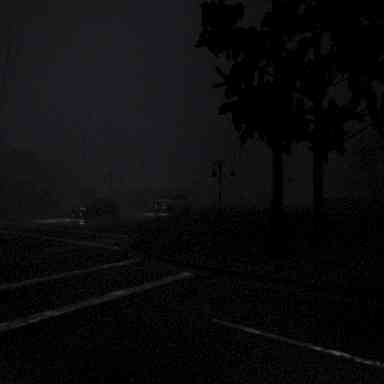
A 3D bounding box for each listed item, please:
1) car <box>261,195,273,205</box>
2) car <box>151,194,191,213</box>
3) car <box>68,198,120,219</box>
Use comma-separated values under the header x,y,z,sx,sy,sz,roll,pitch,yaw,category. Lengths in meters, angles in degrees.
x,y,z,sx,sy,sz,roll,pitch,yaw,category
13.864,1.347,60.817,2.097,1.767,4.553,0,0,7,car
-2.273,1.221,38.282,2.150,2.045,5.566,0,0,35,car
-8.514,1.351,29.134,2.097,1.767,4.553,0,0,34,car
